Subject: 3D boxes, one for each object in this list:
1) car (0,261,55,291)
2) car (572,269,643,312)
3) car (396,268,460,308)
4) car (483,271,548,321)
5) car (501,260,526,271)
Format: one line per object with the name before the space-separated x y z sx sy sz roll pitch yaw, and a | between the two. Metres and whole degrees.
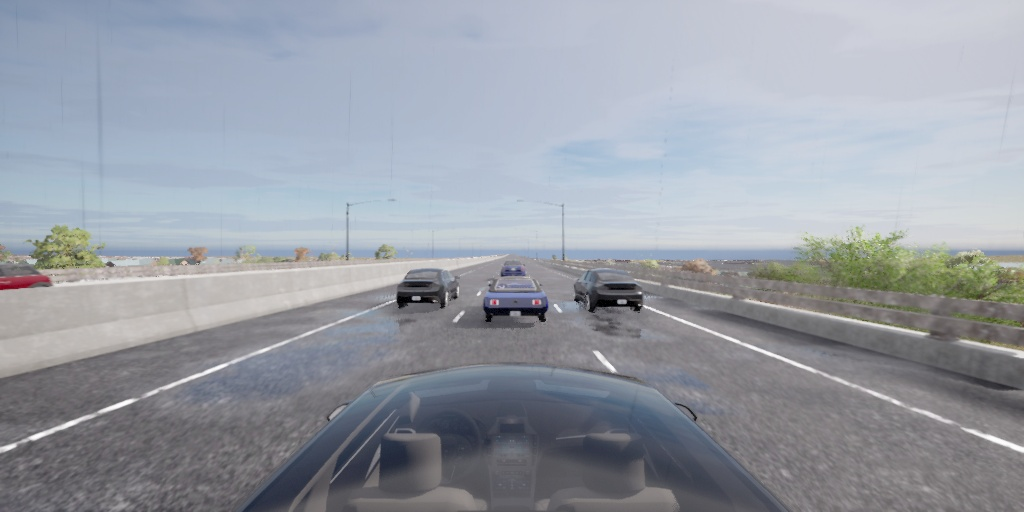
car | -21.000 1.100 13.643 2.097 1.767 4.553 0 0 0
car | 3.602 1.255 14.150 1.837 1.490 4.892 0 0 0
car | -3.397 1.256 15.152 1.837 1.490 4.892 0 0 0
car | 0.103 1.351 12.416 1.895 1.301 4.718 0 0 0
car | 0.105 1.103 31.238 2.097 1.767 4.553 0 0 0
